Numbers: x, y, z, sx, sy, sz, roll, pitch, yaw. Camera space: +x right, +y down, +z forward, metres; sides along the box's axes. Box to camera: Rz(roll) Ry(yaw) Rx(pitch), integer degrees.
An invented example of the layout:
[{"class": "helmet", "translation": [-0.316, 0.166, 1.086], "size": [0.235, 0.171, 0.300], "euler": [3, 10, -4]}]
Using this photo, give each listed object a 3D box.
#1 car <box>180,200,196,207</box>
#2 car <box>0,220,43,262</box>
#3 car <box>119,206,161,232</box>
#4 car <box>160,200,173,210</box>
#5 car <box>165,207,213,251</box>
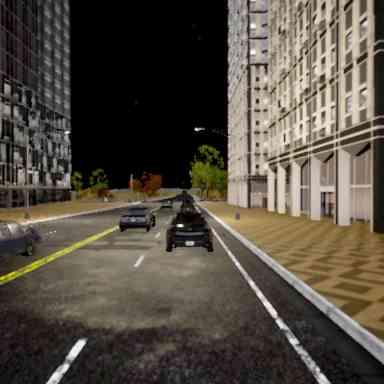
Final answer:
[{"class": "car", "translation": [-0.543, 1.854, 43.354], "size": [1.837, 1.490, 4.892], "euler": [0, -1, -1]}, {"class": "car", "translation": [-6.748, 1.648, 10.811], "size": [2.033, 1.411, 5.357], "euler": [0, 0, -1]}, {"class": "car", "translation": [-3.465, 1.733, 21.789], "size": [2.033, 1.411, 5.357], "euler": [0, 0, -1]}, {"class": "car", "translation": [-3.892, 1.961, 51.112], "size": [2.033, 1.411, 5.357], "euler": [0, -1, -3]}, {"class": "car", "translation": [-0.113, 1.631, 14.652], "size": [1.837, 1.490, 4.892], "euler": [0, 0, -1]}]
